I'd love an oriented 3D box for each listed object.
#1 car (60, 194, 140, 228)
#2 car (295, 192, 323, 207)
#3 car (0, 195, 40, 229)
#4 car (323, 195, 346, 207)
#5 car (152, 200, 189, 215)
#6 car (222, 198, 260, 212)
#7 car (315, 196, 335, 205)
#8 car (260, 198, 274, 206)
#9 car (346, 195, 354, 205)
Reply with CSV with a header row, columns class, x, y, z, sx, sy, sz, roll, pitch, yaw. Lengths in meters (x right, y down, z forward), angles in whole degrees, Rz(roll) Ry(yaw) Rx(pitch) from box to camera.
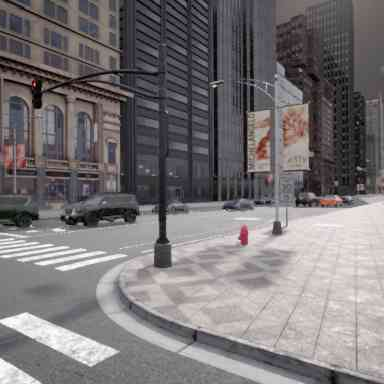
class,x,y,z,sx,sy,sz,roll,pitch,yaw
car,-5.962,1.183,22.380,2.150,2.045,5.566,-1,0,35
car,16.758,1.083,48.374,2.150,2.045,5.566,-1,0,36
car,-12.012,1.225,19.757,2.150,2.045,5.566,0,0,38
car,19.897,1.188,47.174,2.097,1.767,4.553,-1,0,36
car,-2.104,1.522,33.402,1.994,1.385,4.181,-1,0,35
car,5.496,1.461,38.475,2.033,1.411,5.357,-1,0,35
car,22.851,1.397,56.930,2.033,1.411,5.357,-1,0,35
car,10.953,1.512,51.592,1.895,1.301,4.718,-1,0,36
car,25.281,1.331,54.740,1.837,1.490,4.892,-1,0,35
